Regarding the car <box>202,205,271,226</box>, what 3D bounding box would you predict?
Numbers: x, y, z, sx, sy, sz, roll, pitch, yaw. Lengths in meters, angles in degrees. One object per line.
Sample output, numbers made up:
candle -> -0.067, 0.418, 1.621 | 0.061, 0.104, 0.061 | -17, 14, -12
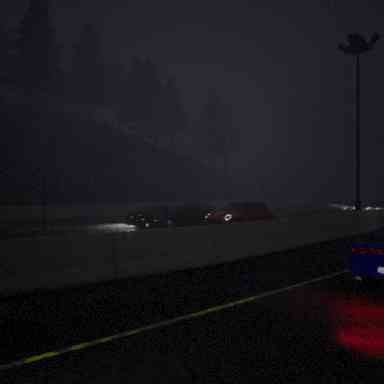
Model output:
car -> 2.851, 1.365, 19.797 | 4.553, 1.767, 2.097 | 0, 0, -41

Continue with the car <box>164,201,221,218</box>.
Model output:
car -> 0.147, 1.573, 31.327 | 5.357, 1.411, 2.033 | 0, 0, -42

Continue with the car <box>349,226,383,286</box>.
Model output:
car -> 5.913, 1.478, 8.445 | 5.008, 1.535, 1.882 | 0, 0, -39
